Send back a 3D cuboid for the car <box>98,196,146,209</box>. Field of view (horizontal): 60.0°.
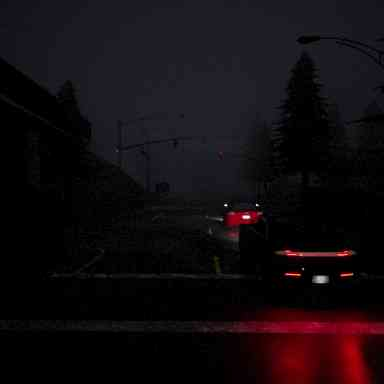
[{"bbox_3d":[-7.255,1.059,34.732,4.718,1.301,1.895,0,1,2],"label":"car"}]

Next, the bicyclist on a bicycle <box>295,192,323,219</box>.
[{"bbox_3d":[6.590,0.852,18.778,1.656,1.620,0.582,0,1,2],"label":"bicyclist on a bicycle"}]

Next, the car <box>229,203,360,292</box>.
[{"bbox_3d":[2.298,1.247,8.248,2.128,1.511,4.902,0,2,1],"label":"car"}]

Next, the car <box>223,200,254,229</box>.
[{"bbox_3d":[2.739,1.137,18.194,1.994,1.385,4.181,-1,2,3],"label":"car"}]
